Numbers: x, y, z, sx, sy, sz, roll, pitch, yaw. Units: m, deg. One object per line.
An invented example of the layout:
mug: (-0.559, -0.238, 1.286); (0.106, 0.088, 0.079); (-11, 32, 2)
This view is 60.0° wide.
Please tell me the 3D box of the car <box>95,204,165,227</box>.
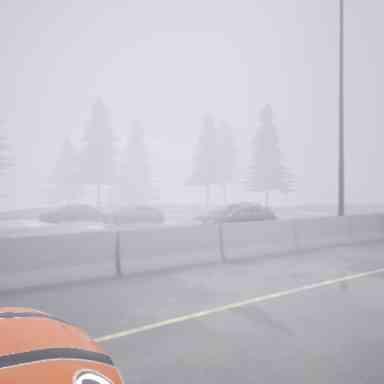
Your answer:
car: (-3.908, 1.494, 22.167); (4.181, 1.385, 1.994); (0, 0, -32)

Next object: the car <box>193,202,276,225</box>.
car: (2.320, 1.431, 17.775); (4.902, 1.511, 2.128); (0, 0, -31)

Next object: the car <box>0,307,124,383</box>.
car: (-2.594, 1.347, 1.759); (4.553, 1.767, 2.097); (0, 0, -36)

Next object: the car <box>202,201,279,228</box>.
car: (3.302, 1.415, 22.405); (4.902, 1.511, 2.128); (0, 0, -29)

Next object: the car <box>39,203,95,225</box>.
car: (-8.426, 1.493, 23.429); (4.181, 1.385, 1.994); (0, 0, -33)
